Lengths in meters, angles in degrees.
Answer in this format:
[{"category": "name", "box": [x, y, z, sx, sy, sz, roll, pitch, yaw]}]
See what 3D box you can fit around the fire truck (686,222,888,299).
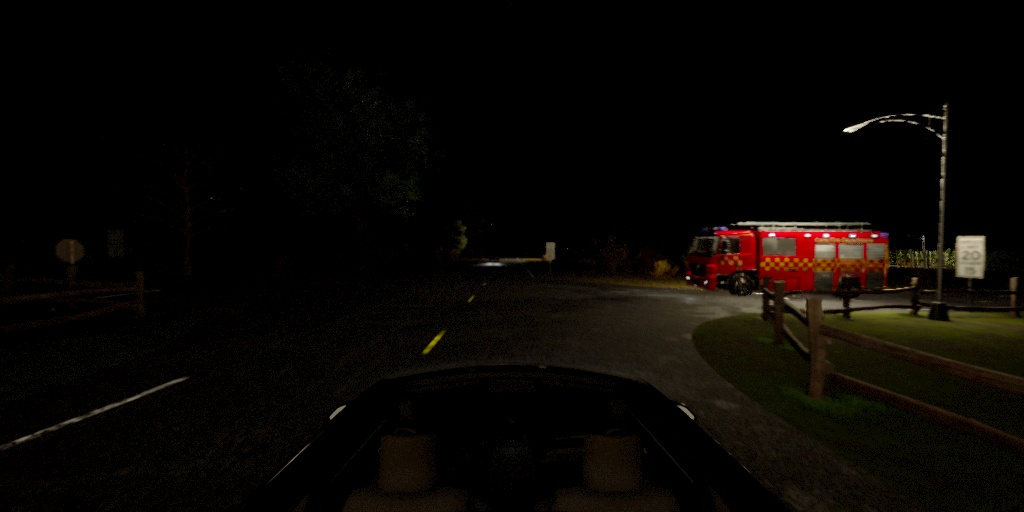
[{"category": "fire truck", "box": [14.042, 0.170, 18.845, 8.468, 3.827, 2.891, 1, 3, 4]}]
